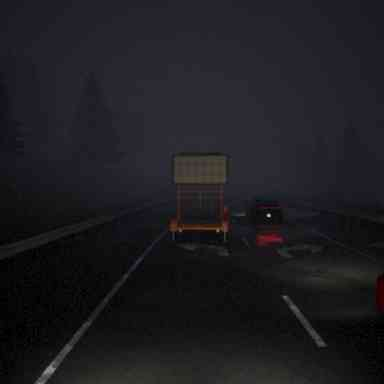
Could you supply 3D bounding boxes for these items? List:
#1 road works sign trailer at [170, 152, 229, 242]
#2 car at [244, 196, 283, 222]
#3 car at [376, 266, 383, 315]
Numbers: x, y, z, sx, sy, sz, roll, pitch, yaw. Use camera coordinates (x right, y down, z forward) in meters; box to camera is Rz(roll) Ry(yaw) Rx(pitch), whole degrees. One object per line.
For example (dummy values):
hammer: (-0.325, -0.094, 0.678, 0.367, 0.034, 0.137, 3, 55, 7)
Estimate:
road works sign trailer: (0.362, 0.109, 14.285, 2.380, 3.560, 2.880, 0, 1, 4)
car: (4.444, 0.989, 20.917, 1.837, 1.490, 4.892, 0, 1, 4)
car: (3.672, 1.163, 2.386, 2.150, 2.045, 5.566, 0, 2, 1)
